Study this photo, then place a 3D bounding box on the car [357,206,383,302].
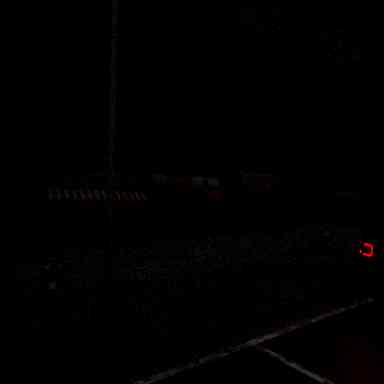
[{"bbox_3d":[5.725,1.229,6.981,5.566,2.045,2.150,0,0,-35],"label":"car"}]
